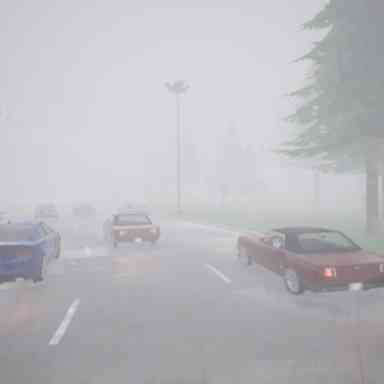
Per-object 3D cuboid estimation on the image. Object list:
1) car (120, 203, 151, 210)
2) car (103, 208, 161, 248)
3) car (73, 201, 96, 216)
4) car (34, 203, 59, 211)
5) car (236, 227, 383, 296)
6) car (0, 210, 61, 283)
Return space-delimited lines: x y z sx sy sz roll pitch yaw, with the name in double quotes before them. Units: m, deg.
"car" -5.049 1.622 29.032 1.895 1.301 4.718 -1 0 -23
"car" -2.923 1.616 15.184 1.895 1.301 4.718 -1 0 -21
"car" -11.004 1.626 33.914 1.812 1.442 4.674 -1 0 -23
"car" -12.640 1.681 28.917 2.033 1.411 5.357 -1 0 -23
"car" 2.719 1.545 8.597 1.895 1.301 4.718 -1 0 -12
"car" -5.057 1.534 9.678 1.882 1.535 5.008 0 0 -14
